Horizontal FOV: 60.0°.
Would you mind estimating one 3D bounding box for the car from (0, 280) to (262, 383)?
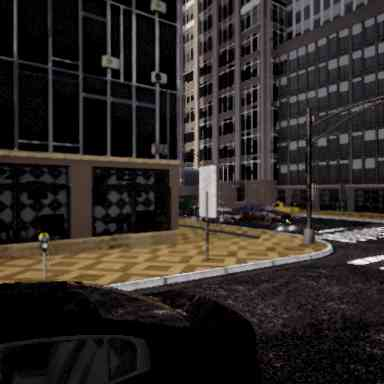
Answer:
[{"bbox_3d":[-1.732,1.474,2.147,5.008,1.535,1.882,1,-1,-35],"label":"car"}]

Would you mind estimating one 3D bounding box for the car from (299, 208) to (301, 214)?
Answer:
[{"bbox_3d":[8.076,1.574,31.897,1.752,1.417,4.829,0,0,-35],"label":"car"}]

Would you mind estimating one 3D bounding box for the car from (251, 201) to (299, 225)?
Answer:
[{"bbox_3d":[5.275,1.652,25.815,2.033,1.411,5.357,0,1,-35],"label":"car"}]

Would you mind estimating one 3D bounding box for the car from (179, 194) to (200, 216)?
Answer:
[{"bbox_3d":[-0.493,1.239,34.172,2.150,2.045,5.566,0,1,-35],"label":"car"}]

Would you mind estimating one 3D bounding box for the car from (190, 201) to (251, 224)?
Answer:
[{"bbox_3d":[2.084,1.651,25.942,2.008,1.369,4.403,0,0,-35],"label":"car"}]

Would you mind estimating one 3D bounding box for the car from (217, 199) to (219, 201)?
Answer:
[{"bbox_3d":[1.322,1.260,41.751,2.192,1.841,5.009,0,0,-35],"label":"car"}]
